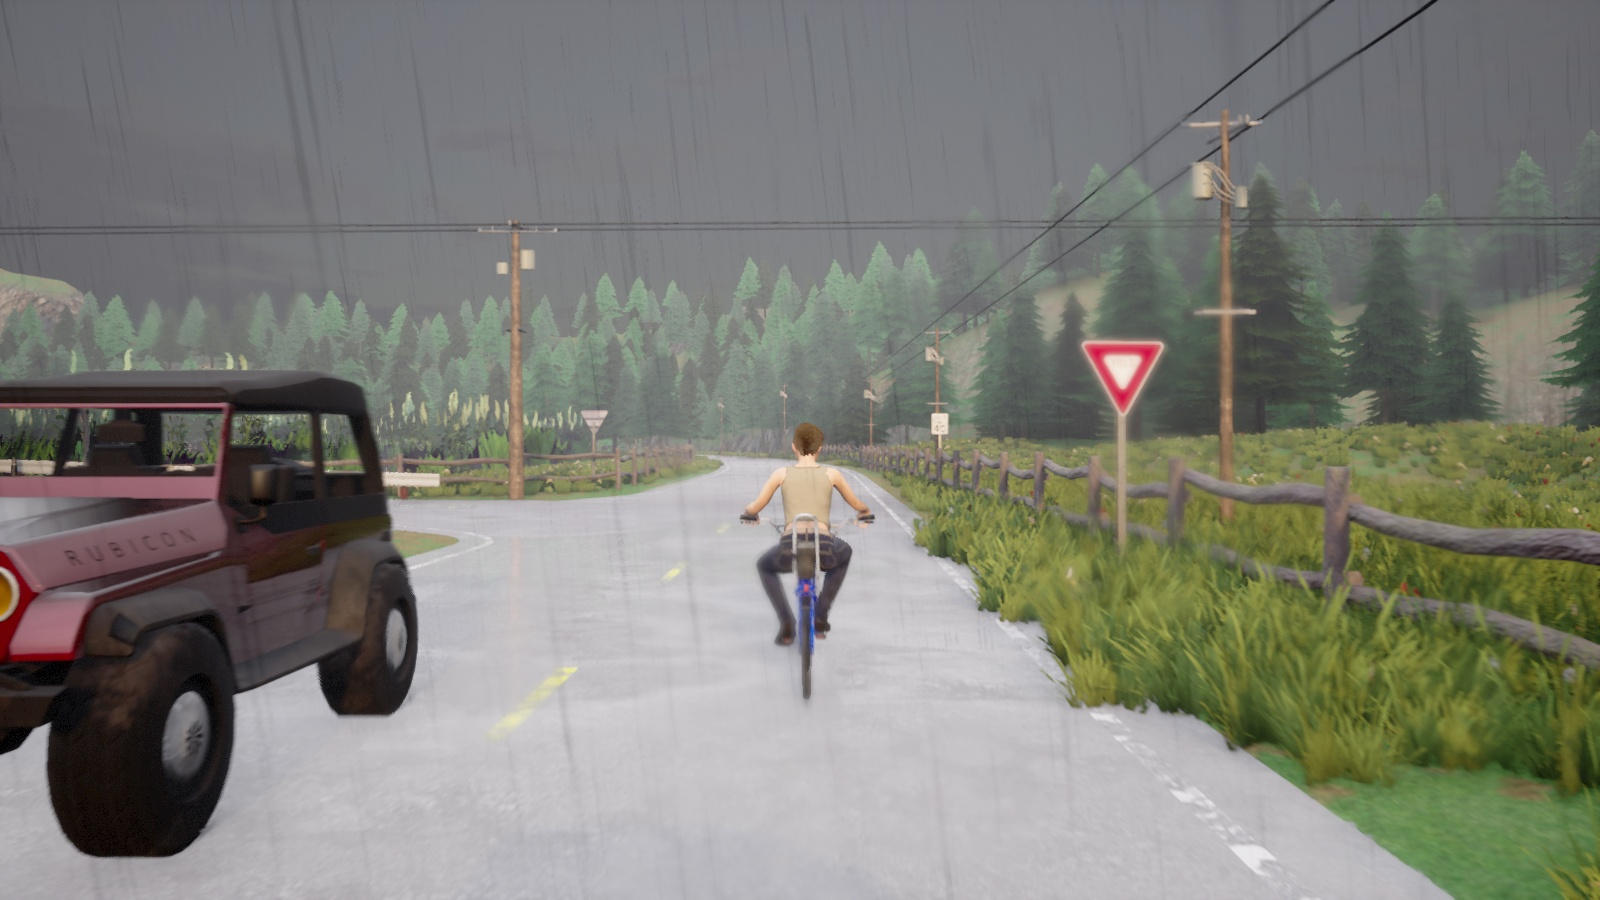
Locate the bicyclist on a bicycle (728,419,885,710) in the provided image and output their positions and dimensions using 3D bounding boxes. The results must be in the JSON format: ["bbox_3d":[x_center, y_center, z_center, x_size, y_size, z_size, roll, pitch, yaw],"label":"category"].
[{"bbox_3d":[0.047,0.640,7.710,0.866,1.612,1.509,0,-1,1],"label":"bicyclist on a bicycle"}]

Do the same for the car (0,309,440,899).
[{"bbox_3d":[-3.150,0.508,5.690,1.905,1.878,3.866,0,0,0],"label":"car"}]
